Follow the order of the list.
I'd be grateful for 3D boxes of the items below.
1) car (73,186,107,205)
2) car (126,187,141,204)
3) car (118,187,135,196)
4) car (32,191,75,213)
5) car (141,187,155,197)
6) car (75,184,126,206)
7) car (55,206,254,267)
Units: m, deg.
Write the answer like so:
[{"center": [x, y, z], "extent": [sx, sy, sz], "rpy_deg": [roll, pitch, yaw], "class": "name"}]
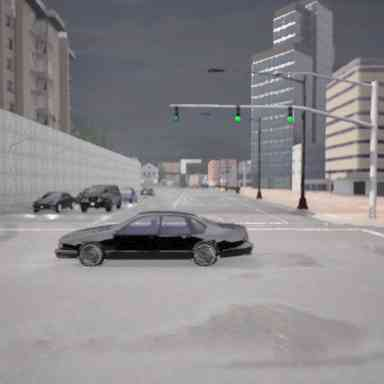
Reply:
[{"center": [-10.596, 0.308, 34.932], "extent": [2.097, 1.767, 4.553], "rpy_deg": [0, 1, 0], "class": "car"}, {"center": [-7.094, 0.444, 36.137], "extent": [1.812, 1.442, 4.674], "rpy_deg": [0, 2, 0], "class": "car"}, {"center": [-10.558, -0.102, 53.816], "extent": [1.837, 1.490, 4.892], "rpy_deg": [0, 1, 0], "class": "car"}, {"center": [-10.597, 0.729, 25.871], "extent": [1.837, 1.490, 4.892], "rpy_deg": [0, 2, 0], "class": "car"}, {"center": [-7.065, -0.083, 52.676], "extent": [2.128, 1.511, 4.902], "rpy_deg": [0, 2, 0], "class": "car"}, {"center": [-7.093, 0.427, 26.492], "extent": [2.150, 2.045, 5.566], "rpy_deg": [0, 2, 0], "class": "car"}, {"center": [-0.985, 1.258, 9.581], "extent": [5.357, 1.411, 2.033], "rpy_deg": [0, 2, 0], "class": "car"}]
